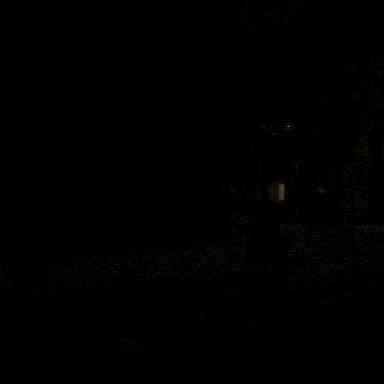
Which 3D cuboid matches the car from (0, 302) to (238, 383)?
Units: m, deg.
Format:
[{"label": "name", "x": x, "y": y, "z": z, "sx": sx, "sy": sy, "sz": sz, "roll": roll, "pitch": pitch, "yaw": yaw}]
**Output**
[{"label": "car", "x": -1.749, "y": 1.525, "z": 1.801, "sx": 4.674, "sy": 1.442, "sz": 1.812, "roll": 0, "pitch": 0, "yaw": -35}]
